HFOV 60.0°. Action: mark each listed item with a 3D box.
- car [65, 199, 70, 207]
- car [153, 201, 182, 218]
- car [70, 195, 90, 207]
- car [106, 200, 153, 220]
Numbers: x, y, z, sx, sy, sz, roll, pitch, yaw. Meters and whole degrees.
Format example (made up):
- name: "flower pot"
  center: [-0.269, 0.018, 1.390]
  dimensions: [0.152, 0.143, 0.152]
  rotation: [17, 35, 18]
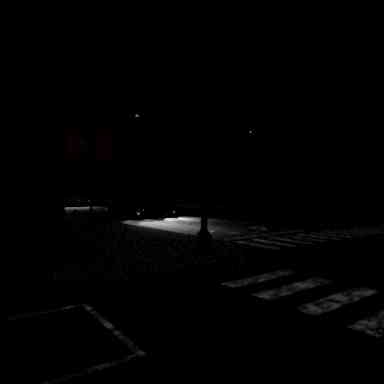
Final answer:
- name: "car"
  center: [-19.169, 1.390, 46.719]
  dimensions: [1.837, 1.490, 4.892]
  rotation: [0, 0, -35]
- name: "car"
  center: [-2.646, 1.464, 29.137]
  dimensions: [1.994, 1.385, 4.181]
  rotation: [0, 0, -36]
- name: "car"
  center: [-16.421, 1.216, 48.458]
  dimensions: [2.097, 1.767, 4.553]
  rotation: [0, 0, -35]
- name: "car"
  center: [-5.553, 1.409, 27.614]
  dimensions: [2.128, 1.511, 4.902]
  rotation: [0, 0, -36]
